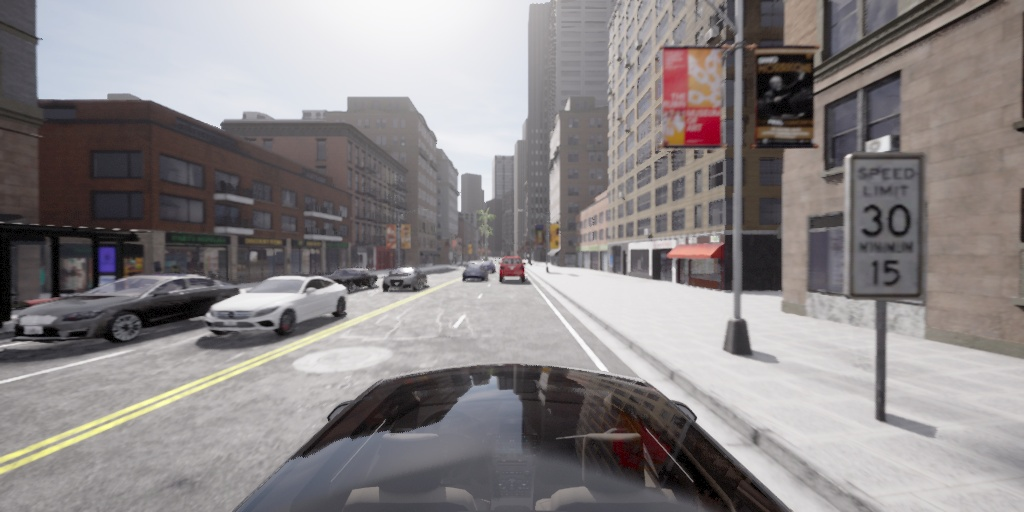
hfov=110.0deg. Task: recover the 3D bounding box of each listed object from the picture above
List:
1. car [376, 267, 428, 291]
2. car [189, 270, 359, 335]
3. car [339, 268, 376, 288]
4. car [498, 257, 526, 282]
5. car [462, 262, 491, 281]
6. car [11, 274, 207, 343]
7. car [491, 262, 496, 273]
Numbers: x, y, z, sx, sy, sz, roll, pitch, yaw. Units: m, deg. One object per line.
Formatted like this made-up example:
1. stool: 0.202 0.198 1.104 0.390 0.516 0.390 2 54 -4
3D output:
1. car: -6.597 1.390 22.465 1.994 1.385 4.181 0 0 -1
2. car: -6.583 1.307 10.723 1.812 1.442 4.674 0 0 0
3. car: -9.844 1.423 21.631 1.895 1.301 4.718 0 0 1
4. car: 0.003 1.083 30.799 2.150 2.045 5.566 0 0 0
5. car: -3.239 1.428 31.907 1.994 1.385 4.181 0 0 0
6. car: -9.848 1.269 9.832 2.128 1.511 4.902 0 0 0
7. car: -3.190 1.457 47.844 1.812 1.442 4.674 0 0 0
